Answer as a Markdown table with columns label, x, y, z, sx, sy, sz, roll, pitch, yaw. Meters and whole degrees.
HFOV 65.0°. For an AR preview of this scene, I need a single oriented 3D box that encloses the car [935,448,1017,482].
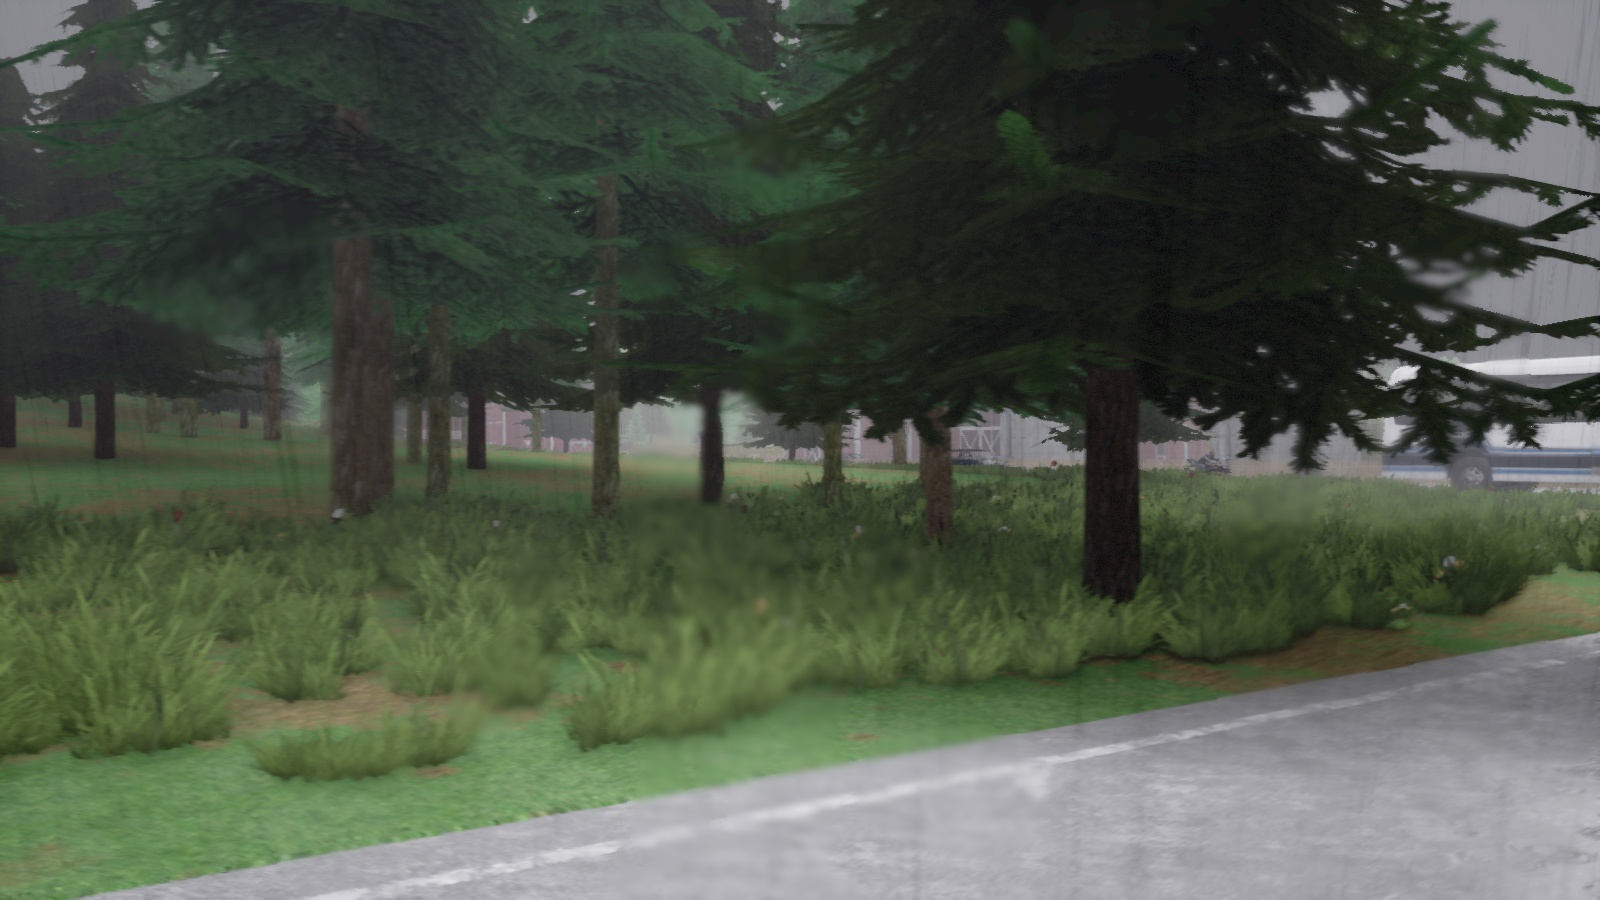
| label | x | y | z | sx | sy | sz | roll | pitch | yaw |
| --- | --- | --- | --- | --- | --- | --- | --- | --- | --- |
| car | 8.243 | 0.711 | 59.184 | 1.789 | 1.549 | 3.705 | 0 | 0 | -34 |

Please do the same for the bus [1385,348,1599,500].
| label | x | y | z | sx | sy | sz | roll | pitch | yaw |
| --- | --- | --- | --- | --- | --- | --- | --- | --- | --- |
| bus | 23.288 | -0.730 | 37.123 | 3.944 | 4.253 | 10.273 | 0 | 0 | -34 |

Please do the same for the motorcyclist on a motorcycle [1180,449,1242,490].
| label | x | y | z | sx | sy | sz | roll | pitch | yaw |
| --- | --- | --- | --- | --- | --- | --- | --- | --- | --- |
| motorcyclist on a motorcycle | 15.753 | 0.725 | 48.172 | 0.866 | 1.530 | 2.191 | 0 | 0 | -34 |
